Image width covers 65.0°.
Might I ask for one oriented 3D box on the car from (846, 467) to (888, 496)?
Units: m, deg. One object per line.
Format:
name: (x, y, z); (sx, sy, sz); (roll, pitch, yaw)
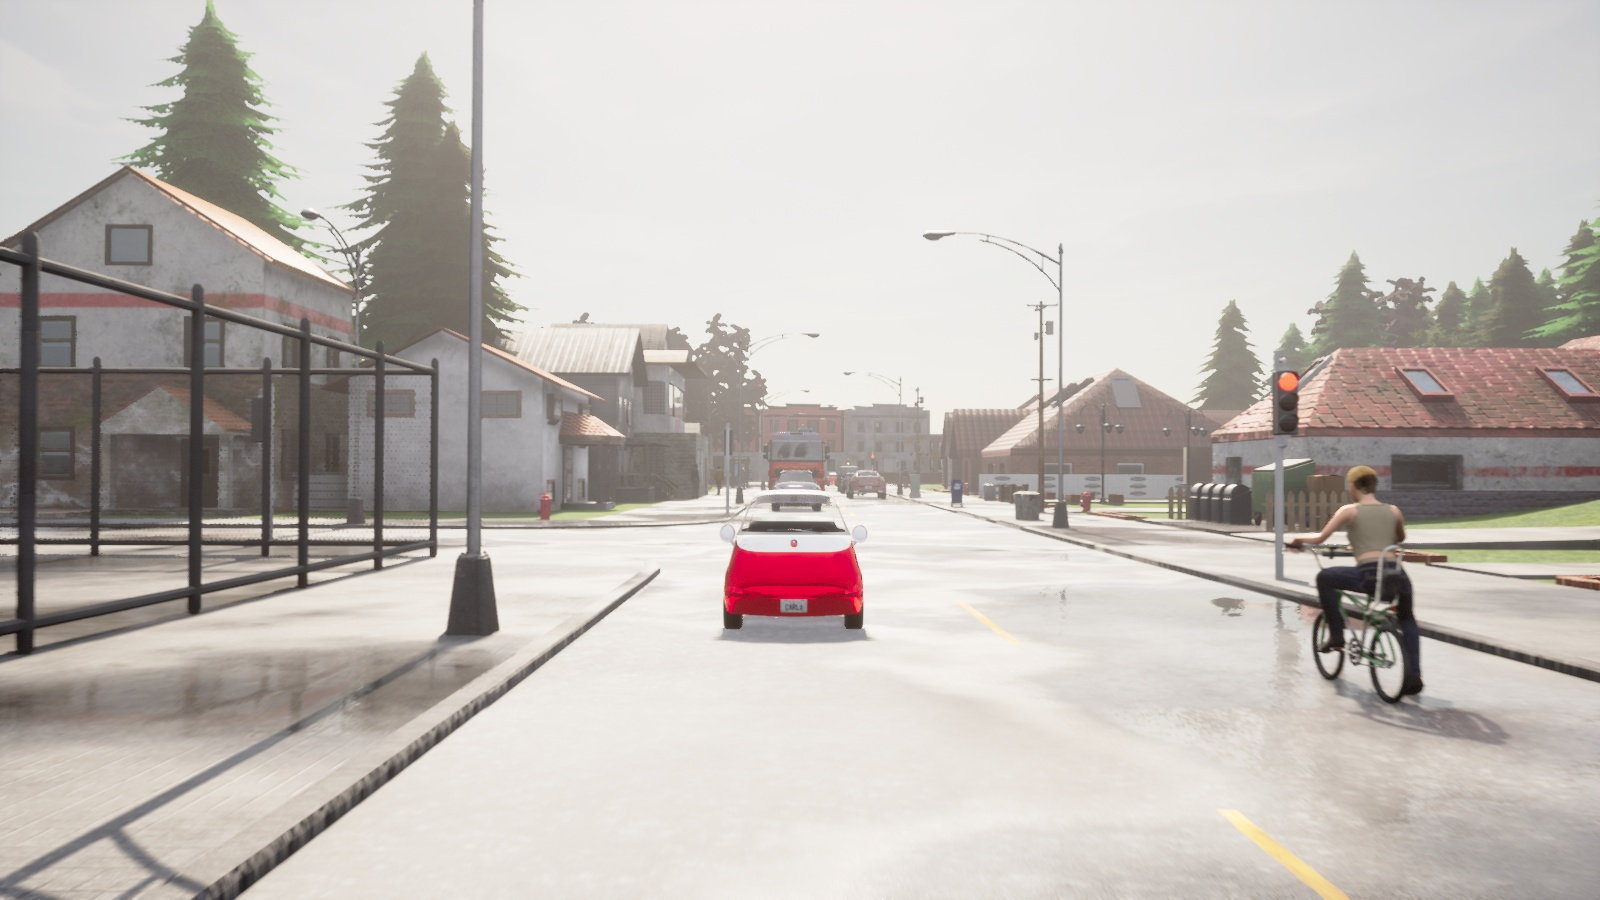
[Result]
car: (3.810, 1.791, 72.440); (2.152, 1.651, 5.027); (0, -1, 0)

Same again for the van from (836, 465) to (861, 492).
van: (3.733, 2.176, 97.001); (1.775, 1.987, 4.442); (0, -1, 0)

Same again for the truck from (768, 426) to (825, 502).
truck: (-0.180, 0.784, 67.697); (2.891, 3.827, 8.468); (0, -1, 0)

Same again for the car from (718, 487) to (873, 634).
car: (-0.063, 1.089, 13.104); (1.481, 1.376, 2.207); (0, -1, -1)

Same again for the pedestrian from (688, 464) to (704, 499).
pedestrian: (-5.438, 1.643, 65.542); (0.726, 1.835, 0.370); (1, -1, -43)

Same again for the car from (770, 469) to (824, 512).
car: (-0.140, 1.589, 50.373); (2.033, 1.649, 4.856); (0, -1, -1)

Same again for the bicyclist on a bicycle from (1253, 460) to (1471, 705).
bicyclist on a bicycle: (3.987, 0.887, 9.055); (0.866, 1.612, 1.509); (0, -1, 0)

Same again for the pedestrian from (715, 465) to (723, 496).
pedestrian: (-4.825, 1.796, 74.816); (0.431, 1.840, 0.709); (0, -1, 0)
